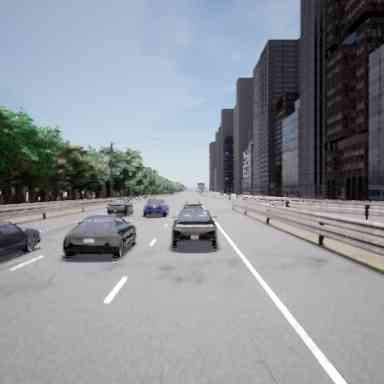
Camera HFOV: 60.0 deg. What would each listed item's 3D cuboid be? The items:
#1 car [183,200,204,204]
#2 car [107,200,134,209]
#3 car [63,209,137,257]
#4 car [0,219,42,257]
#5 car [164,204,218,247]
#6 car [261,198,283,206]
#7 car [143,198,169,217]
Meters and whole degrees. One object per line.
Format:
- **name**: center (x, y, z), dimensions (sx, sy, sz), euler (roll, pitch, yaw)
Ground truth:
- **car**: center (0.110, 1.515, 32.278), dimensions (2.128, 1.511, 4.902), euler (0, 0, 0)
- **car**: center (-6.890, 1.515, 32.290), dimensions (2.128, 1.511, 4.902), euler (0, 0, 0)
- **car**: center (-3.395, 1.570, 12.945), dimensions (1.994, 1.385, 4.181), euler (0, 0, 0)
- **car**: center (-6.893, 1.552, 10.766), dimensions (2.033, 1.411, 5.357), euler (0, 0, 0)
- **car**: center (0.102, 1.498, 14.978), dimensions (2.128, 1.511, 4.902), euler (0, 0, 0)
- **car**: center (11.039, 1.586, 47.035), dimensions (2.128, 1.511, 4.902), euler (0, 0, -14)
- **car**: center (-3.391, 1.375, 32.064), dimensions (2.097, 1.767, 4.553), euler (0, 0, 0)
